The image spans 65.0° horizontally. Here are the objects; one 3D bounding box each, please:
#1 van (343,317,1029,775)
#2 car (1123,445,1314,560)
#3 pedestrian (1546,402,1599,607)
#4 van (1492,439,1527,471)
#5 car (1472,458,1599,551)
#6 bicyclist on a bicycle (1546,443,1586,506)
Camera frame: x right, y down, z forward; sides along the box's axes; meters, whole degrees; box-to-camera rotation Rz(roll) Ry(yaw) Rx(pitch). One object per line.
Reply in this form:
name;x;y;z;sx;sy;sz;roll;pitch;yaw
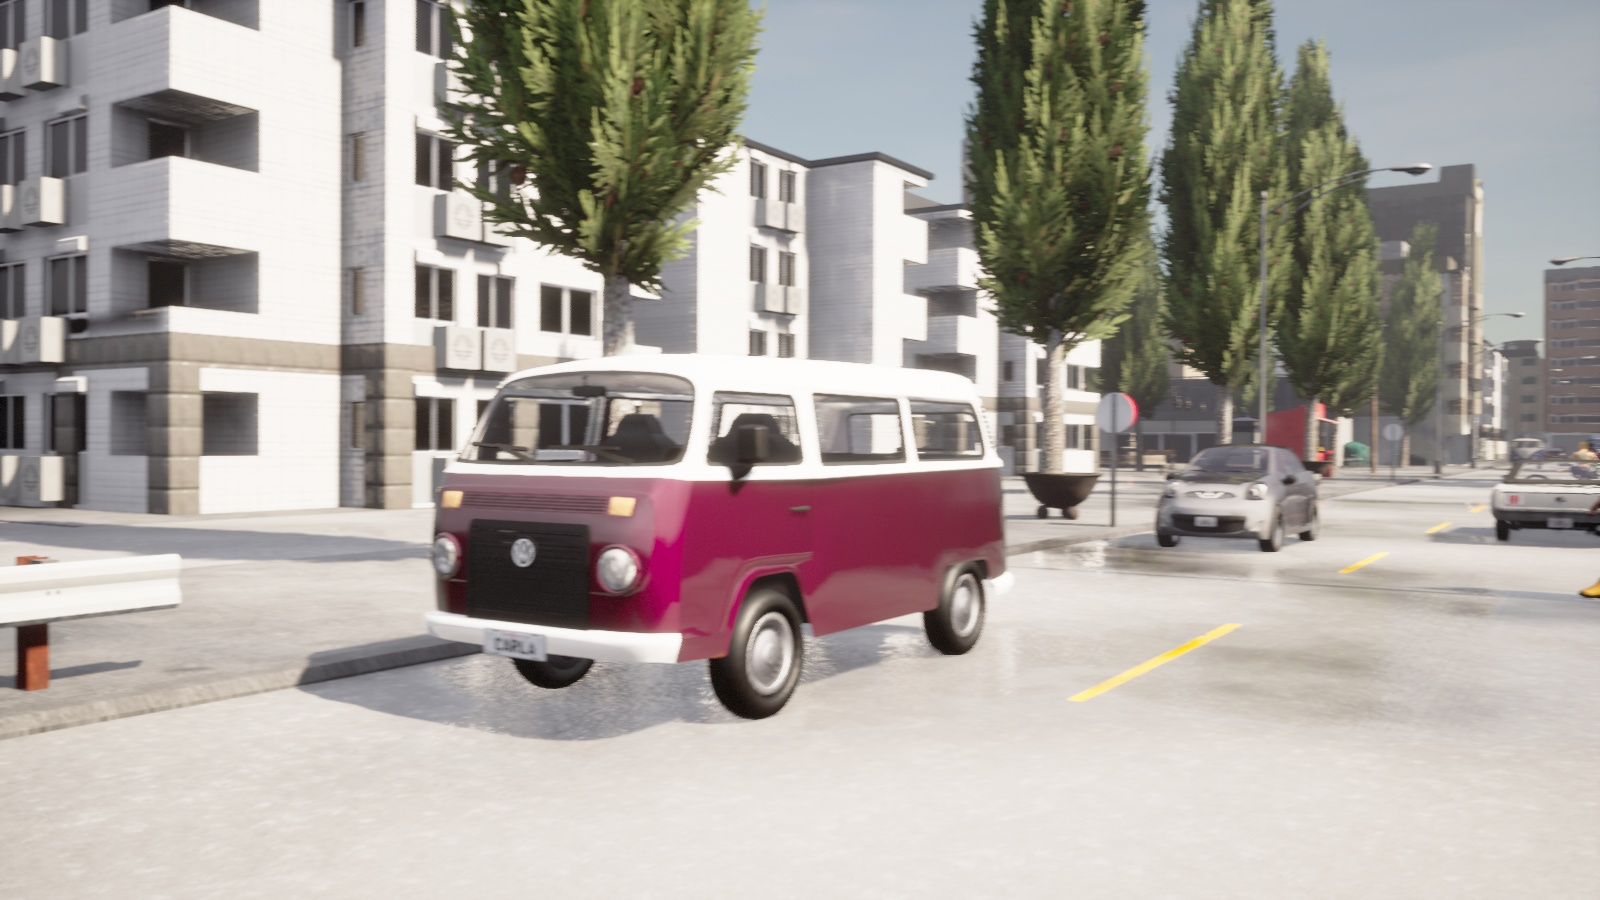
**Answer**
van;-0.365;0.416;8.041;2.069;2.038;4.480;1;0;32
car;6.262;0.688;18.538;1.845;1.501;3.633;1;0;32
pedestrian;7.862;0.517;12.195;0.873;1.952;0.659;0;0;10
van;46.682;0.317;82.576;1.775;1.987;4.442;1;0;32
car;12.309;0.805;20.616;1.895;1.301;4.718;1;0;32
bicyclist on a bicycle;20.222;0.619;33.132;0.866;1.612;1.509;1;0;33
